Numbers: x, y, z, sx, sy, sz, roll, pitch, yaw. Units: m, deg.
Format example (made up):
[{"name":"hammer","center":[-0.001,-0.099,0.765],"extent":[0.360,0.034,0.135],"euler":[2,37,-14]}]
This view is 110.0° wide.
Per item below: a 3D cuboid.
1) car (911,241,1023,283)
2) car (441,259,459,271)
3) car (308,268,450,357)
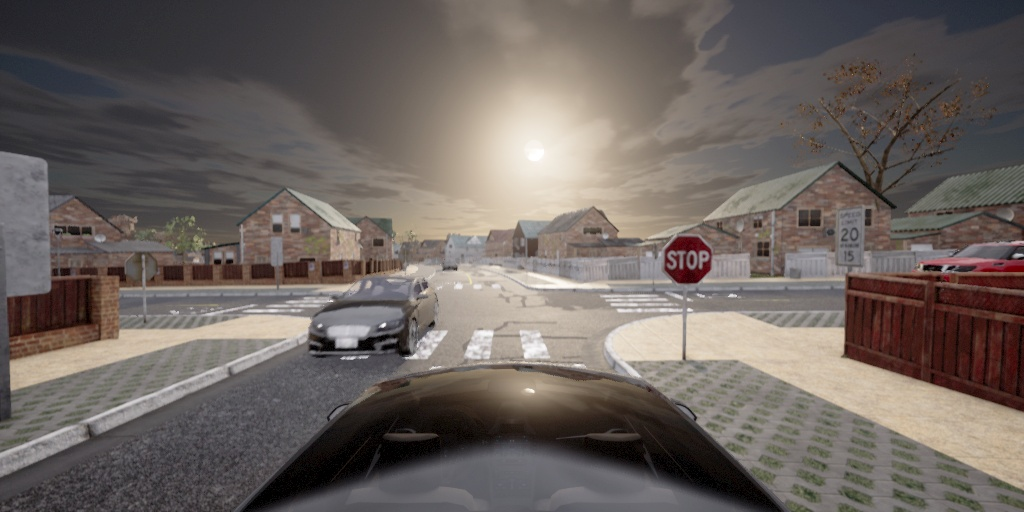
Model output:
[{"name":"car","center":[19.775,0.438,14.379],"extent":[5.566,2.045,2.150],"euler":[-2,1,5]},{"name":"car","center":[-7.959,1.192,45.975],"extent":[1.837,1.490,4.892],"euler":[0,0,-13]},{"name":"car","center":[-2.928,1.204,8.546],"extent":[2.128,1.511,4.902],"euler":[0,0,-3]}]
